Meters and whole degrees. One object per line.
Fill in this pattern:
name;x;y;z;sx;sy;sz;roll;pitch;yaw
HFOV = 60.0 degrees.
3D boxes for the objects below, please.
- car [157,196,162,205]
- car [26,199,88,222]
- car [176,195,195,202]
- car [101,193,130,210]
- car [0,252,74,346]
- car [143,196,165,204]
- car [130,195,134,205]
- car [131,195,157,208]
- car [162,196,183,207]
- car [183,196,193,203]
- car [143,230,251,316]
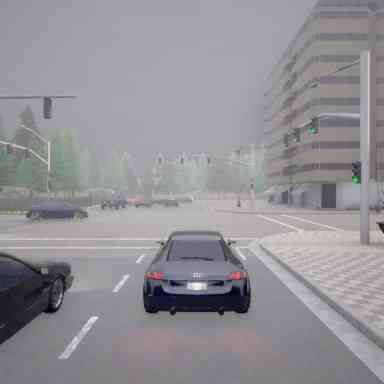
car;-5.360;1.478;57.957;1.882;1.535;5.008;0;0;15
car;-10.723;1.379;26.608;4.553;1.767;2.097;0;0;-24
car;-1.495;1.524;74.112;1.812;1.442;4.674;0;0;34
car;-10.404;1.221;44.430;2.150;2.045;5.566;0;0;2
car;-3.426;1.547;4.599;2.033;1.411;5.357;0;0;0
car;-7.208;1.547;63.670;2.033;1.411;5.357;0;0;21
car;-9.582;1.352;53.863;2.097;1.767;4.553;0;0;8
car;-6.828;1.547;48.088;2.033;1.411;5.357;0;0;2
car;-2.914;1.525;50.955;1.812;1.442;4.674;0;0;5
car;-1.674;1.564;67.250;1.994;1.385;4.181;0;0;28
car;0.094;1.564;7.632;1.994;1.385;4.181;0;0;0
